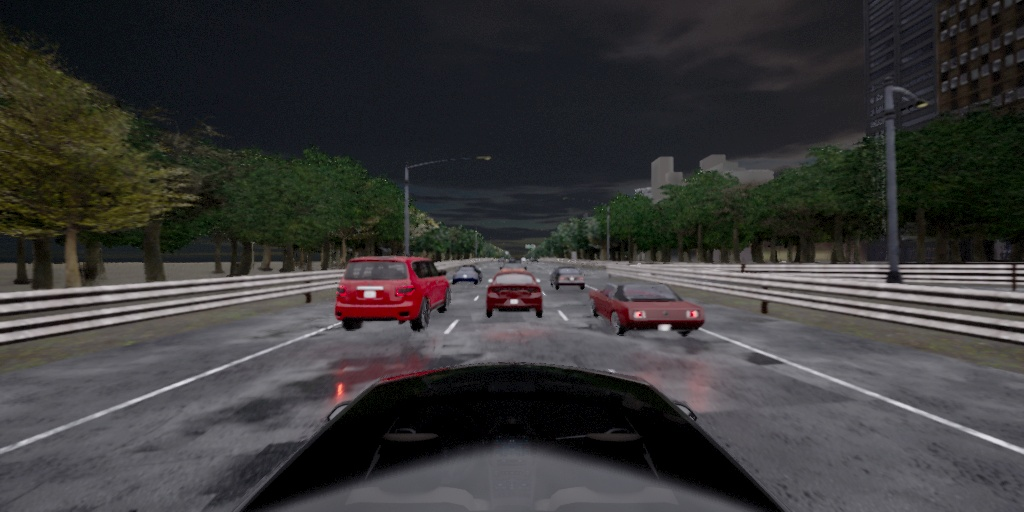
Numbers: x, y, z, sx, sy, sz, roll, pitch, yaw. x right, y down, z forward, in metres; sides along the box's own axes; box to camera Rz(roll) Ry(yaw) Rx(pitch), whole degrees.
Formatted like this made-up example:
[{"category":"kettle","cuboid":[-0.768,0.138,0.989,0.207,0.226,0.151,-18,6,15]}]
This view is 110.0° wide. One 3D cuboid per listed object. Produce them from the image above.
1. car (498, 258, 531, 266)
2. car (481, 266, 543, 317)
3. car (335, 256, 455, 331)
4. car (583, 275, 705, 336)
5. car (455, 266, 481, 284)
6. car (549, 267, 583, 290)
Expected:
[{"category":"car","cuboid":[0.087,1.212,27.216,2.097,1.767,4.553,0,0,0]},{"category":"car","cuboid":[0.083,1.291,13.515,1.882,1.535,5.008,0,-1,0]},{"category":"car","cuboid":[-3.431,1.026,11.392,2.150,2.045,5.566,0,0,0]},{"category":"car","cuboid":[3.566,1.397,10.552,1.895,1.301,4.718,0,0,1]},{"category":"car","cuboid":[-3.406,1.426,28.074,1.994,1.385,4.181,0,0,0]},{"category":"car","cuboid":[3.558,1.402,23.733,2.033,1.411,5.357,0,0,1]}]
